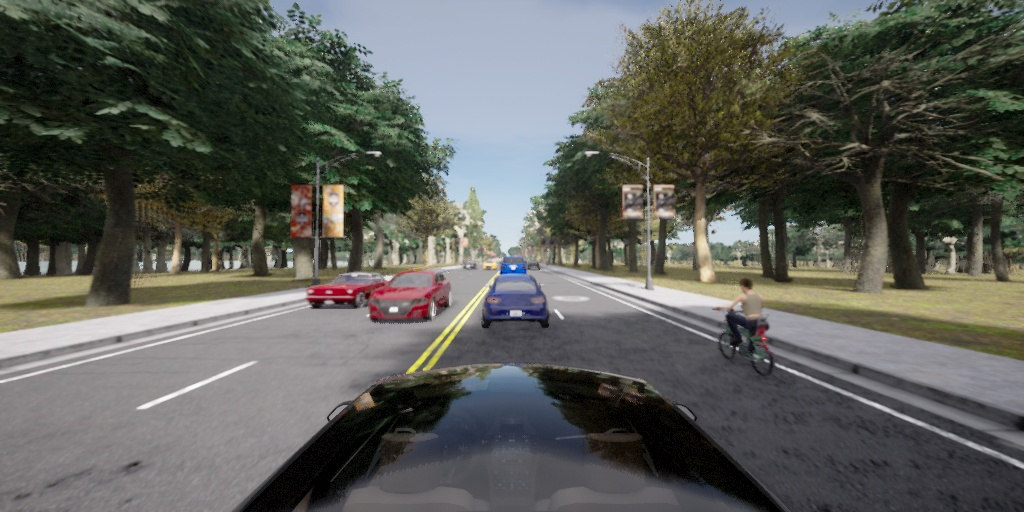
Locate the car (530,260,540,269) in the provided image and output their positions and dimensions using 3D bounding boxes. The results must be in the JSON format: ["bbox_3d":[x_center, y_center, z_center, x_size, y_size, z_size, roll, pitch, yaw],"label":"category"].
[{"bbox_3d":[3.356,1.413,56.706,1.837,1.490,4.892,0,0,0],"label":"car"}]

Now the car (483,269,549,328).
[{"bbox_3d":[0.100,1.293,11.370,1.812,1.442,4.674,0,0,0],"label":"car"}]

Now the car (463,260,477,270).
[{"bbox_3d":[-6.554,1.397,56.380,2.128,1.511,4.902,0,0,0],"label":"car"}]

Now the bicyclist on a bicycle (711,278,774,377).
[{"bbox_3d":[4.139,1.195,6.429,0.866,1.612,1.509,0,0,0],"label":"bicyclist on a bicycle"}]

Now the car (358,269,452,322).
[{"bbox_3d":[-3.347,1.247,12.647,1.882,1.535,5.008,0,0,0],"label":"car"}]

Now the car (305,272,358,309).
[{"bbox_3d":[-6.597,1.375,15.152,1.895,1.301,4.718,0,0,0],"label":"car"}]

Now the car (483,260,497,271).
[{"bbox_3d":[-3.314,1.374,54.147,1.882,1.535,5.008,0,0,0],"label":"car"}]

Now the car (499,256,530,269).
[{"bbox_3d":[0.102,1.035,30.209,2.150,2.045,5.566,0,0,0],"label":"car"}]
